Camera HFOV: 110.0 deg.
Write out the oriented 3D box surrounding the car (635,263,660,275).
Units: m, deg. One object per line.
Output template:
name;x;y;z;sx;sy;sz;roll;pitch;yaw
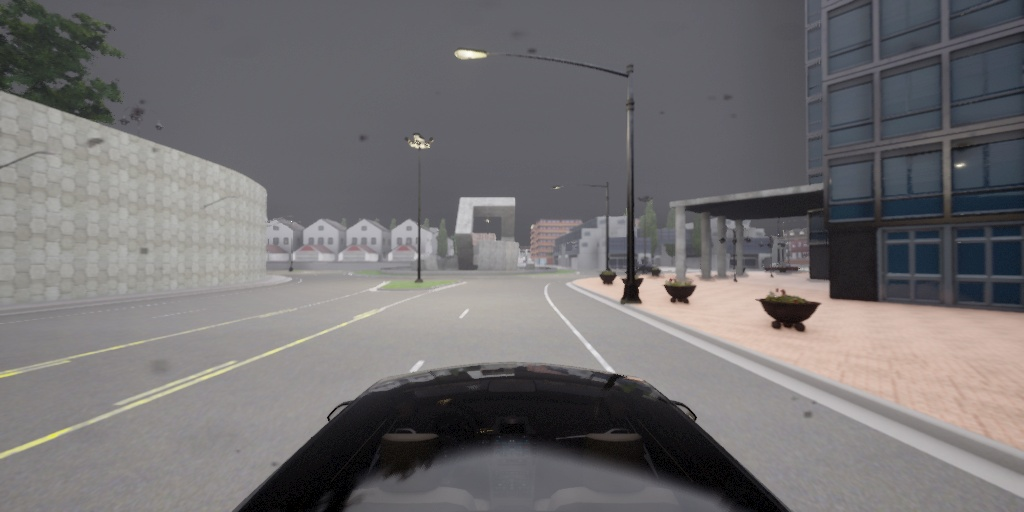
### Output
car;18.508;1.771;49.507;4.902;1.511;2.128;0;-1;-38
